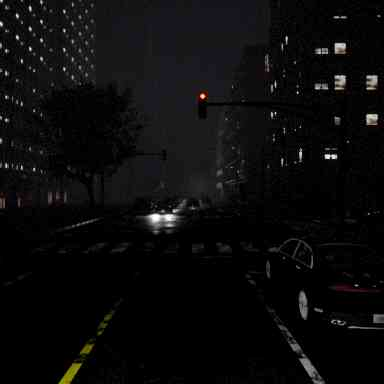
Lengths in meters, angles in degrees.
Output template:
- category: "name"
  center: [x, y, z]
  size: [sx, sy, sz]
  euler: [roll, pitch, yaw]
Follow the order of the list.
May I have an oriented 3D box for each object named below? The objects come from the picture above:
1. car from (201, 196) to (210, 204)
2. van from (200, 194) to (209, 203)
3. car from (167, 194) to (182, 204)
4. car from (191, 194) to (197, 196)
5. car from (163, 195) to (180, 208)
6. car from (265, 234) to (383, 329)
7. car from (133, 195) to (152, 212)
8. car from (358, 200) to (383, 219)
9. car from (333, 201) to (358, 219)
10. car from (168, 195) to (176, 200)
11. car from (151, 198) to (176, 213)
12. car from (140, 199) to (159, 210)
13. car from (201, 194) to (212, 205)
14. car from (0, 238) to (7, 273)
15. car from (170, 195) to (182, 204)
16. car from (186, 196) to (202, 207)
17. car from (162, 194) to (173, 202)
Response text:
- category: "car"
  center: [2.700, 1.578, 67.043]
  size: [1.752, 1.417, 4.829]
  euler: [0, 0, 0]
- category: "van"
  center: [2.700, 1.402, 72.397]
  size: [1.690, 1.788, 3.998]
  euler: [0, 0, 0]
- category: "car"
  center: [-3.076, 1.563, 55.403]
  size: [1.812, 1.442, 4.674]
  euler: [0, 0, 0]
- category: "car"
  center: [0.013, 1.625, 78.719]
  size: [1.994, 1.385, 4.181]
  euler: [0, 0, 0]
- category: "car"
  center: [-3.091, 1.554, 46.223]
  size: [1.812, 1.442, 4.674]
  euler: [0, 0, 0]
- category: "car"
  center: [2.690, 1.551, 6.871]
  size: [2.008, 1.369, 4.403]
  euler: [0, 0, 0]
- category: "car"
  center: [-5.686, 1.336, 39.261]
  size: [2.192, 1.841, 5.009]
  euler: [0, 0, 0]
- category: "car"
  center: [14.956, 1.283, 23.740]
  size: [4.892, 1.490, 1.837]
  euler: [-1, 0, -3]
- category: "car"
  center: [13.430, 1.350, 26.275]
  size: [4.403, 1.369, 2.008]
  euler: [-1, 1, -1]
- category: "car"
  center: [-5.677, 1.654, 94.489]
  size: [2.008, 1.369, 4.403]
  euler: [0, 0, 0]
- category: "car"
  center: [-3.083, 1.620, 37.110]
  size: [1.895, 1.301, 4.718]
  euler: [0, 0, -1]
- category: "car"
  center: [-5.685, 1.592, 44.784]
  size: [1.947, 1.339, 4.313]
  euler: [0, 0, 0]
- category: "car"
  center: [2.699, 1.611, 61.350]
  size: [1.947, 1.339, 4.313]
  euler: [0, 0, 0]
- category: "car"
  center: [-5.690, 1.545, 6.872]
  size: [1.887, 1.381, 4.507]
  euler: [0, 0, 0]
- category: "car"
  center: [-3.032, 1.402, 65.121]
  size: [2.097, 1.767, 4.553]
  euler: [0, 0, 0]
- category: "car"
  center: [0.107, 1.633, 50.849]
  size: [1.895, 1.301, 4.718]
  euler: [0, 0, 0]
- category: "car"
  center: [-5.680, 1.386, 77.920]
  size: [2.192, 1.841, 5.009]
  euler: [0, 0, 0]
